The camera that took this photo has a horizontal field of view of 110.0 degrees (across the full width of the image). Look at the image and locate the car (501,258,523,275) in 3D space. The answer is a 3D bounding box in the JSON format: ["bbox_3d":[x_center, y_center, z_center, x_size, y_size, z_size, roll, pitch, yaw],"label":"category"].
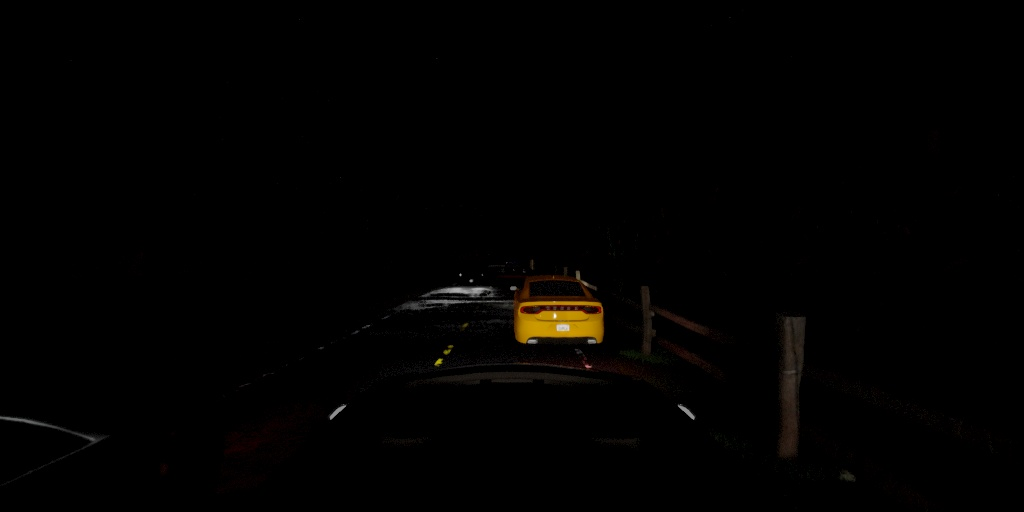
[{"bbox_3d":[0.175,1.217,38.330,2.128,1.511,4.902,0,0,0],"label":"car"}]

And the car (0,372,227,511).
[{"bbox_3d":[-2.850,1.255,0.386,1.837,1.490,4.892,0,0,0],"label":"car"}]

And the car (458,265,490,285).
[{"bbox_3d":[-2.687,1.338,25.919,1.895,1.301,4.718,0,0,0],"label":"car"}]

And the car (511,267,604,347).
[{"bbox_3d":[0.985,1.227,9.357,1.882,1.535,5.008,0,0,0],"label":"car"}]
